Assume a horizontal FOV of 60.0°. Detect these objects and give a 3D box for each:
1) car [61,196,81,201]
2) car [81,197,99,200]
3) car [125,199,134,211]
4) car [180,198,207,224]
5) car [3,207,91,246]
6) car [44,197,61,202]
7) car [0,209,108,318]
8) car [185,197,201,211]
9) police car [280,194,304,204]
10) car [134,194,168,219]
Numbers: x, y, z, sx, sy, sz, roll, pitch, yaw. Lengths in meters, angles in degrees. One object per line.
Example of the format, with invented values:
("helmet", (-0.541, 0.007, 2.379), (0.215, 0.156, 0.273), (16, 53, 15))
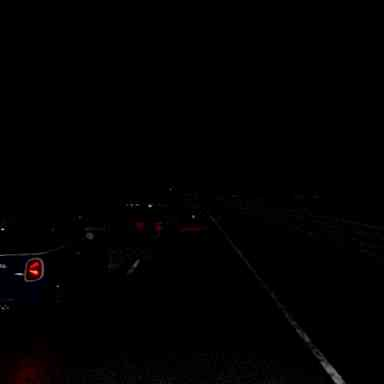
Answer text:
("car", (-21.035, 1.476, 59.323), (1.882, 1.535, 5.008), (0, 0, 1))
("car", (-17.530, 1.546, 59.346), (2.033, 1.411, 5.357), (0, 0, 1))
("car", (-6.902, 1.553, 40.710), (2.033, 1.411, 5.357), (0, 0, 0))
("car", (0.098, 1.487, 24.704), (1.882, 1.535, 5.008), (0, 0, 0))
("car", (-6.902, 1.556, 16.611), (2.033, 1.411, 5.357), (0, 0, 0))
("car", (-24.520, 1.547, 59.328), (2.033, 1.411, 5.357), (0, 0, 1))
("car", (-3.400, 1.357, 7.572), (2.097, 1.767, 4.553), (0, 0, 0))
("car", (0.098, 1.482, 42.870), (1.882, 1.535, 5.008), (0, 0, 0))
("police car", (16.671, 1.195, 55.791), (1.930, 1.638, 5.238), (0, -1, -18))
("car", (-3.413, 1.231, 29.713), (2.150, 2.045, 5.566), (0, 0, 0))
